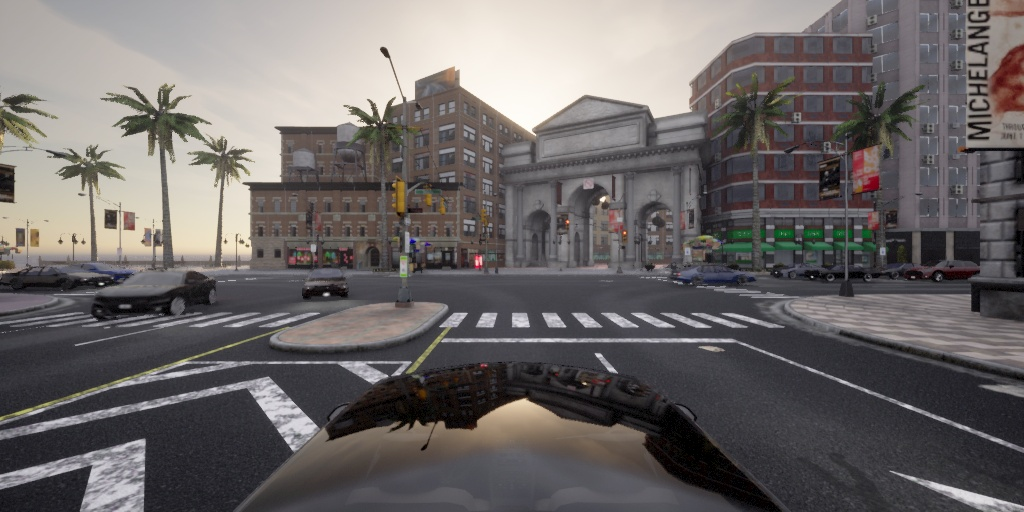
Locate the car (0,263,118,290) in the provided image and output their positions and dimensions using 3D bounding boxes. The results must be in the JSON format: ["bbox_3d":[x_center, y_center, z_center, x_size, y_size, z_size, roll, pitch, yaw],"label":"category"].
[{"bbox_3d":[-27.417,1.297,21.699,5.357,1.411,2.033,0,0,2],"label":"car"}]

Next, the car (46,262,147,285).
[{"bbox_3d":[-29.118,1.228,25.247,5.008,1.535,1.882,0,0,0],"label":"car"}]

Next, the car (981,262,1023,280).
[{"bbox_3d":[44.745,1.255,31.199,4.892,1.490,1.837,0,0,8],"label":"car"}]

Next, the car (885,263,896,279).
[{"bbox_3d":[34.845,1.297,31.911,5.357,1.411,2.033,0,0,1],"label":"car"}]

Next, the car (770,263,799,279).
[{"bbox_3d":[25.589,1.314,32.013,4.181,1.385,1.994,0,0,1],"label":"car"}]

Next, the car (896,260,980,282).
[{"bbox_3d":[34.060,1.102,28.372,4.553,1.767,2.097,0,0,2],"label":"car"}]

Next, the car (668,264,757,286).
[{"bbox_3d":[13.822,1.297,24.927,5.357,1.411,2.033,0,0,0],"label":"car"}]

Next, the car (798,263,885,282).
[{"bbox_3d":[26.105,1.351,28.525,4.718,1.301,1.895,0,0,1],"label":"car"}]

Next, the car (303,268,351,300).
[{"bbox_3d":[-9.270,1.297,18.055,2.033,1.411,5.357,0,0,-26],"label":"car"}]

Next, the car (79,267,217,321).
[{"bbox_3d":[-12.472,1.228,12.923,1.882,1.535,5.008,1,0,-24],"label":"car"}]
